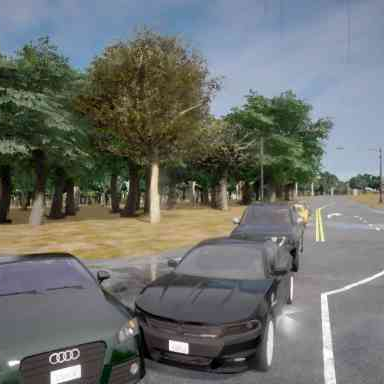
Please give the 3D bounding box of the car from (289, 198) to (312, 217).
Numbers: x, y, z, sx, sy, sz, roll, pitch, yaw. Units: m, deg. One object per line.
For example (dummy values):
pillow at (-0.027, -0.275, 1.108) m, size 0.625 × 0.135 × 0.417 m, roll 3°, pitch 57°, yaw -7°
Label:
car at (11.410, 1.562, 34.847) m, size 2.097 × 1.767 × 4.553 m, roll -1°, pitch 0°, yaw 21°

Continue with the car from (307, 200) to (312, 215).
car at (9.370, 1.723, 29.477) m, size 1.812 × 1.442 × 4.674 m, roll -1°, pitch 0°, yaw 21°

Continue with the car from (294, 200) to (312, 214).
car at (13.418, 1.746, 40.052) m, size 1.812 × 1.442 × 4.674 m, roll -1°, pitch 0°, yaw 21°

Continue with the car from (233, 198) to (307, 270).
car at (2.894, 1.459, 12.330) m, size 2.150 × 2.045 × 5.566 m, roll -2°, pitch 0°, yaw 21°

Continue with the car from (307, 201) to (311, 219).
car at (7.298, 1.663, 23.978) m, size 1.882 × 1.535 × 5.008 m, roll -1°, pitch 0°, yaw 21°

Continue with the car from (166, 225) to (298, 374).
car at (0.758, 1.612, 6.195) m, size 1.882 × 1.535 × 5.008 m, roll -1°, pitch -2°, yaw 21°

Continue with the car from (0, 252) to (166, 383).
car at (-2.291, 1.642, 4.904) m, size 1.994 × 1.385 × 4.181 m, roll 1°, pitch -2°, yaw -33°
